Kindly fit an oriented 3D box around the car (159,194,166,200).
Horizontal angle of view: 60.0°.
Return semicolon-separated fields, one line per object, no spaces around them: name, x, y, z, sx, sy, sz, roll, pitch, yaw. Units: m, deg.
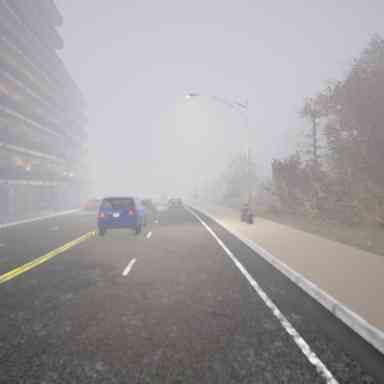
car;-6.807;1.227;78.476;1.812;1.442;4.674;-2;0;-9

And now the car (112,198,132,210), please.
car;-9.039;1.561;43.311;1.994;1.385;4.181;-2;0;-5

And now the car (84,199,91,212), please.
car;-12.166;1.571;41.750;1.882;1.535;5.008;-2;1;-5

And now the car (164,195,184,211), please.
car;-1.872;1.377;37.970;2.033;1.411;5.357;-2;0;-5

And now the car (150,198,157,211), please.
car;-5.133;1.446;37.897;1.812;1.442;4.674;-2;0;-5

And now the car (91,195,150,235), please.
car;-3.868;1.221;19.042;2.150;2.045;5.566;-2;1;-3
